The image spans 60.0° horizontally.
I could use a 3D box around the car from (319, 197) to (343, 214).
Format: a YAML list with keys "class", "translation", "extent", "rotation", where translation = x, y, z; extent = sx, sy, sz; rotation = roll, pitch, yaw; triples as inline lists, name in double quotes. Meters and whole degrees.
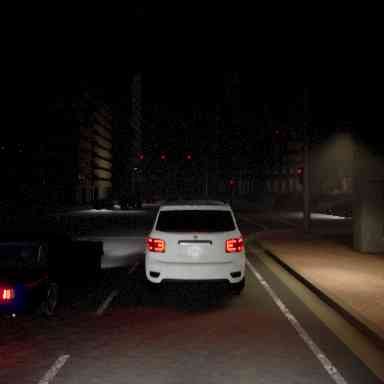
- class: "car"
  translation: [15.637, 1.504, 32.881]
  extent: [4.892, 1.490, 1.837]
  rotation: [0, 0, 1]

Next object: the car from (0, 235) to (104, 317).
- class: "car"
  translation: [-3.417, 1.601, 7.376]
  extent: [1.895, 1.301, 4.718]
  rotation: [0, 0, 1]

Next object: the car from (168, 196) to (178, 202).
- class: "car"
  translation: [-4.428, 1.549, 77.684]
  extent: [1.994, 1.385, 4.181]
  rotation: [0, 0, 0]

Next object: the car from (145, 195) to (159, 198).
- class: "car"
  translation: [-7.916, 1.476, 62.239]
  extent: [1.882, 1.535, 5.008]
  rotation: [0, 0, 0]

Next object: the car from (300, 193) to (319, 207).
- class: "car"
  translation: [16.145, 1.155, 47.095]
  extent: [1.905, 1.878, 3.866]
  rotation: [0, 0, 0]

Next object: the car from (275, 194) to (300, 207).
- class: "car"
  translation: [13.251, 1.152, 47.147]
  extent: [1.932, 1.855, 4.605]
  rotation: [0, 0, 0]

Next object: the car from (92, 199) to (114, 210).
- class: "car"
  translation: [-11.370, 1.562, 42.825]
  extent: [1.994, 1.385, 4.181]
  rotation: [0, 0, 0]

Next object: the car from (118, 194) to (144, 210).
- class: "car"
  translation: [-7.806, 1.221, 42.742]
  extent: [2.150, 2.045, 5.566]
  rotation: [0, 0, -1]

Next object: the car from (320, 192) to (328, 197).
- class: "car"
  translation: [30.174, 1.152, 79.723]
  extent: [1.932, 1.855, 4.605]
  rotation: [0, 0, 0]

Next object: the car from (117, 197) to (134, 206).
- class: "car"
  translation: [-11.419, 1.600, 57.272]
  extent: [1.895, 1.301, 4.718]
  rotation: [0, 0, 0]

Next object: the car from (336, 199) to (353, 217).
- class: "car"
  translation: [15.502, 1.562, 29.382]
  extent: [4.181, 1.385, 1.994]
  rotation: [0, 0, 1]

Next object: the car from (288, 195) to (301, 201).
- class: "car"
  translation: [24.596, 1.394, 79.670]
  extent: [1.970, 1.475, 3.806]
  rotation: [0, 0, 0]

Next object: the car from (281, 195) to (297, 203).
- class: "car"
  translation: [18.839, 1.394, 64.564]
  extent: [1.970, 1.475, 3.806]
  rotation: [0, 0, 0]

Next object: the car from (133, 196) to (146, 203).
- class: "car"
  translation: [-11.406, 1.538, 72.626]
  extent: [2.033, 1.411, 5.357]
  rotation: [0, 0, 0]

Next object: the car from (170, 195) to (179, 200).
- class: "car"
  translation: [-4.462, 1.377, 85.837]
  extent: [1.994, 1.385, 4.181]
  rotation: [0, 0, 0]

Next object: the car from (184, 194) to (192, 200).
- class: "car"
  translation: [-0.962, 1.302, 85.852]
  extent: [1.882, 1.535, 5.008]
  rotation: [0, 0, 0]

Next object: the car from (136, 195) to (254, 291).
- class: "car"
  translation: [0.096, 1.221, 9.126]
  extent: [2.150, 2.045, 5.566]
  rotation: [0, 0, 1]
